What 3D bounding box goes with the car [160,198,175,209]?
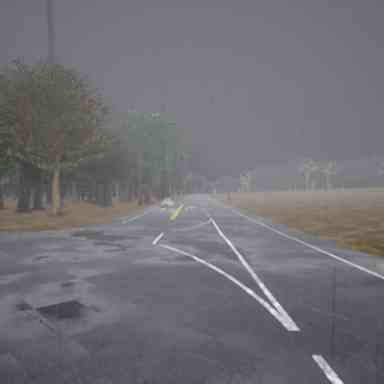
[{"bbox_3d":[-3.566,1.671,49.006,1.812,1.442,4.674,0,0,0],"label":"car"}]
